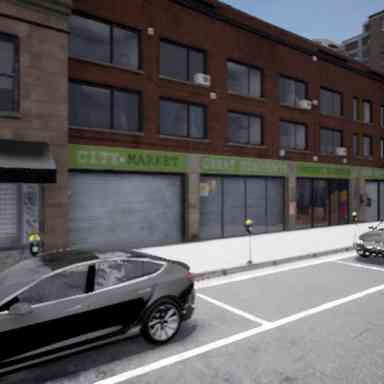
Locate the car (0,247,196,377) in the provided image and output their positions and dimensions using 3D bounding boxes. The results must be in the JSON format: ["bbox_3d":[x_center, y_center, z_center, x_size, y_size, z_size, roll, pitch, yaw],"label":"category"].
[{"bbox_3d":[-1.919,1.563,4.815,4.313,1.339,1.947,0,0,-35],"label":"car"}]

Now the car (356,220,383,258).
[{"bbox_3d":[7.346,1.514,11.395,4.403,1.369,2.008,0,0,-35],"label":"car"}]
